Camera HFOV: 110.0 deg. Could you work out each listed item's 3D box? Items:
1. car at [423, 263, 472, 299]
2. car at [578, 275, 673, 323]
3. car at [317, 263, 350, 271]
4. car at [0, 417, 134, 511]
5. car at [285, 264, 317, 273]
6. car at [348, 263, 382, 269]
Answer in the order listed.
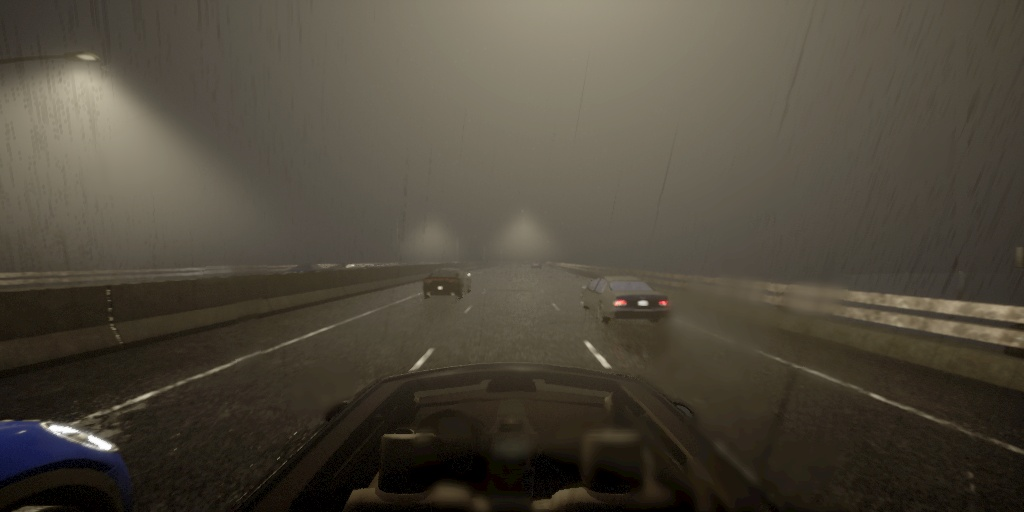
[{"bbox_3d":[-3.308,1.346,19.099,1.882,1.535,5.008,0,0,1],"label":"car"},{"bbox_3d":[3.634,1.375,12.449,2.033,1.411,5.357,0,0,0],"label":"car"},{"bbox_3d":[-17.220,1.488,36.607,2.128,1.511,4.902,0,-1,1],"label":"car"},{"bbox_3d":[-3.393,1.089,0.296,2.097,1.767,4.553,0,0,0],"label":"car"},{"bbox_3d":[-20.731,1.512,36.133,1.812,1.442,4.674,0,-1,1],"label":"car"},{"bbox_3d":[-13.760,1.585,35.035,1.895,1.301,4.718,0,0,1],"label":"car"}]
